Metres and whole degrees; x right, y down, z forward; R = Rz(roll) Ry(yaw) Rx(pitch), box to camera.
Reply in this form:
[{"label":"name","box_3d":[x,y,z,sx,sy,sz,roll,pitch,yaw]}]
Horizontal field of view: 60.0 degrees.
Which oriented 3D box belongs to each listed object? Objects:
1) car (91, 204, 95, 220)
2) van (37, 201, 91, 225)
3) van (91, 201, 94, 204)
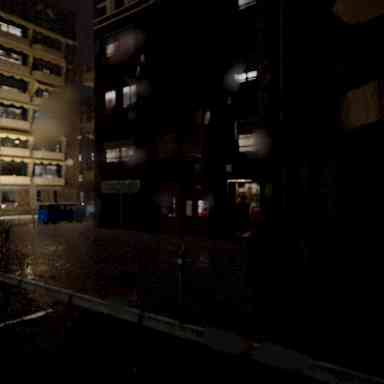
[{"label":"car","box_3d":[-7.860,2.136,32.765,1.947,1.339,4.313,-2,-2,35]},{"label":"van","box_3d":[-10.930,1.804,28.155,1.690,1.788,3.998,-2,-2,35]},{"label":"van","box_3d":[-11.494,2.037,42.076,1.690,1.788,3.998,-1,-2,35]}]
